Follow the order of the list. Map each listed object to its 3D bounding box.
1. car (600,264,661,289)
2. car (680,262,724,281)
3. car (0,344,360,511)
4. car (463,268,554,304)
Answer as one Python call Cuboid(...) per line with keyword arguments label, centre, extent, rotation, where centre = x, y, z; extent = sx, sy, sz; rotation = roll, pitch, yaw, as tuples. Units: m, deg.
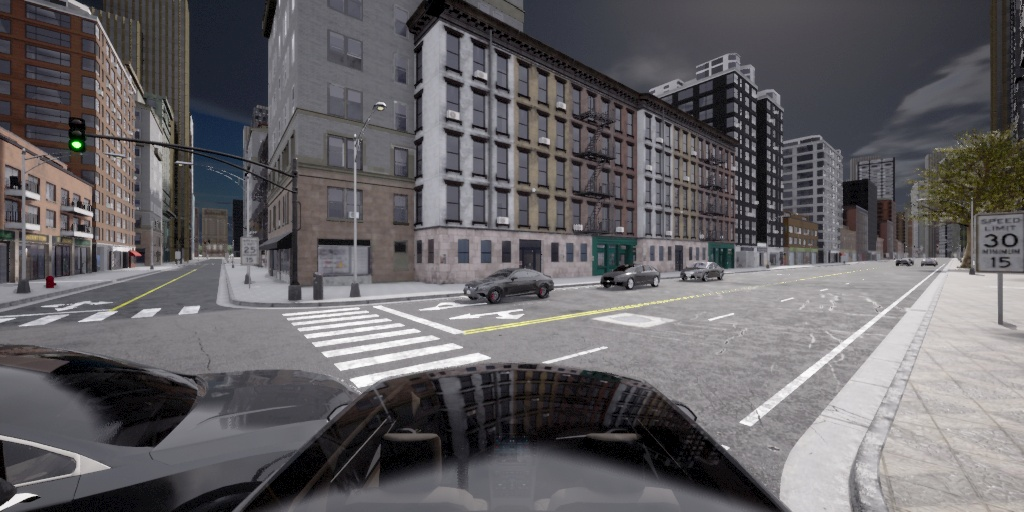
Cuboid(label="car", centre=(7.652, 1.258, 22.972), extent=(4.892, 1.490, 1.837), rotation=(0, 0, -39))
Cuboid(label="car", centre=(15.662, 1.236, 29.443), extent=(4.902, 1.511, 2.128), rotation=(0, 0, -39))
Cuboid(label="car", centre=(-3.222, 1.257, 1.776), extent=(4.892, 1.490, 1.837), rotation=(0, 0, -35))
Cuboid(label="car", centre=(-0.039, 1.287, 16.748), extent=(4.674, 1.442, 1.812), rotation=(0, 0, -39))
